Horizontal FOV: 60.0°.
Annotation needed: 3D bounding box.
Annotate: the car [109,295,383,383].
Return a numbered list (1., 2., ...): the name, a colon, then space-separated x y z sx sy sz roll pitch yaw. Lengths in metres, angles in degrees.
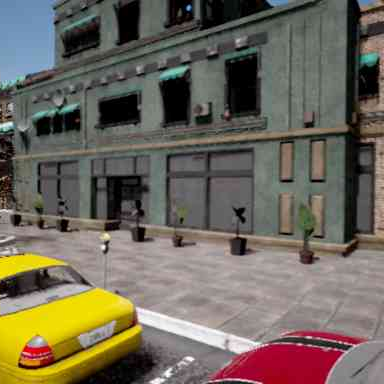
1. car: 1.754 1.442 1.621 4.097 1.590 1.967 0 1 35

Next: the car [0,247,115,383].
1. car: -2.903 1.500 4.941 4.829 1.417 1.752 0 1 35
